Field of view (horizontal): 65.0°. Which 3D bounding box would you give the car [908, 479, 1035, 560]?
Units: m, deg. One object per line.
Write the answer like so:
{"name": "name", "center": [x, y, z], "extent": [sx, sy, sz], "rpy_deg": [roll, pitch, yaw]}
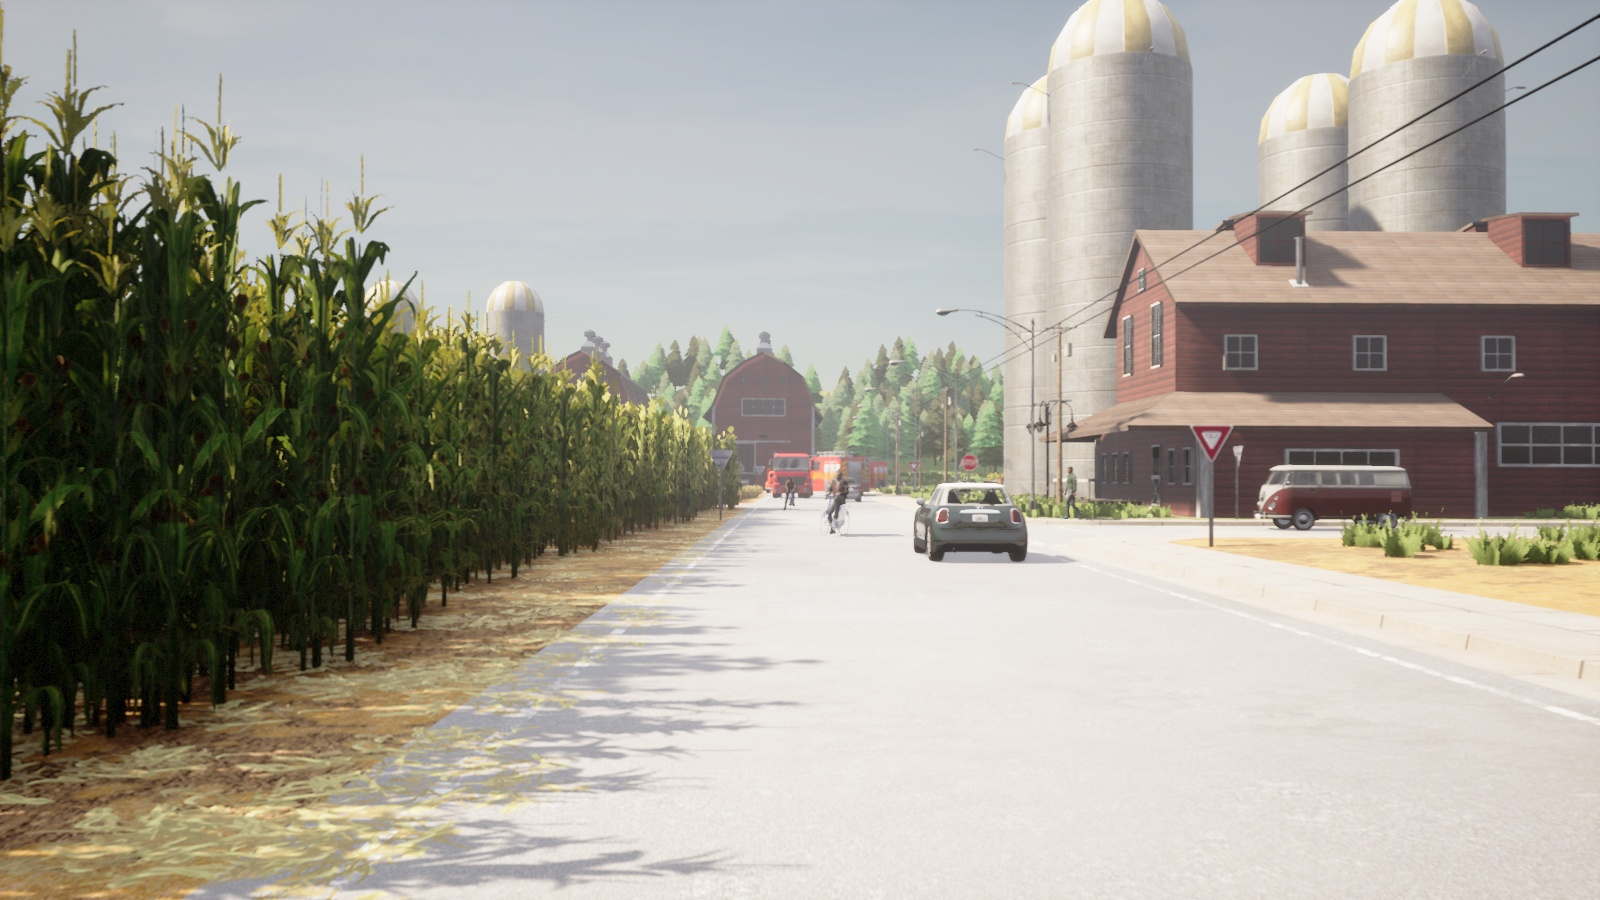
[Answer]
{"name": "car", "center": [3.327, 1.325, 25.063], "extent": [1.970, 1.475, 3.806], "rpy_deg": [0, -1, 0]}

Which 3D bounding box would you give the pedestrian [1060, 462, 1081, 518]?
{"name": "pedestrian", "center": [9.077, 1.345, 42.106], "extent": [0.614, 1.847, 0.353], "rpy_deg": [0, -1, -3]}

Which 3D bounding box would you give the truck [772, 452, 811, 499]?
{"name": "truck", "center": [-0.708, 1.969, 96.857], "extent": [2.891, 3.462, 7.936], "rpy_deg": [0, -1, -2]}

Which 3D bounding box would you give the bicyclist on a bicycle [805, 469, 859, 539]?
{"name": "bicyclist on a bicycle", "center": [0.872, 1.423, 33.396], "extent": [0.659, 1.776, 1.843], "rpy_deg": [1, -1, 27]}

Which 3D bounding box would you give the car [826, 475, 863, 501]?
{"name": "car", "center": [2.871, 2.454, 81.981], "extent": [2.242, 1.667, 4.611], "rpy_deg": [0, -1, 0]}

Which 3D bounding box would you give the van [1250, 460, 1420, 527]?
{"name": "van", "center": [16.352, 1.328, 38.515], "extent": [4.442, 1.987, 1.775], "rpy_deg": [0, -1, -1]}
